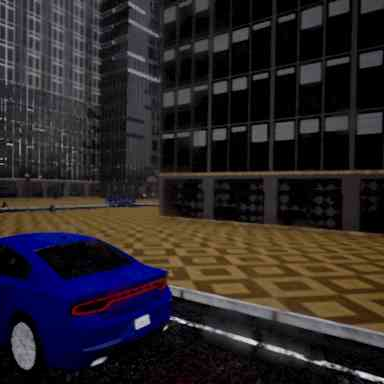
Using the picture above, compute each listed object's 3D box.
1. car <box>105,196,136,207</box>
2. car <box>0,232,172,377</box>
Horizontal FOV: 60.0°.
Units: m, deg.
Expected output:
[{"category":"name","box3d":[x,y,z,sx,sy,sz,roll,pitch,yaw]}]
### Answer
[{"category":"car","box3d":[-9.807,1.228,45.692,1.812,1.442,4.674,1,1,37]},{"category":"car","box3d":[-2.628,1.413,5.560,5.008,1.535,1.882,1,1,35]}]
